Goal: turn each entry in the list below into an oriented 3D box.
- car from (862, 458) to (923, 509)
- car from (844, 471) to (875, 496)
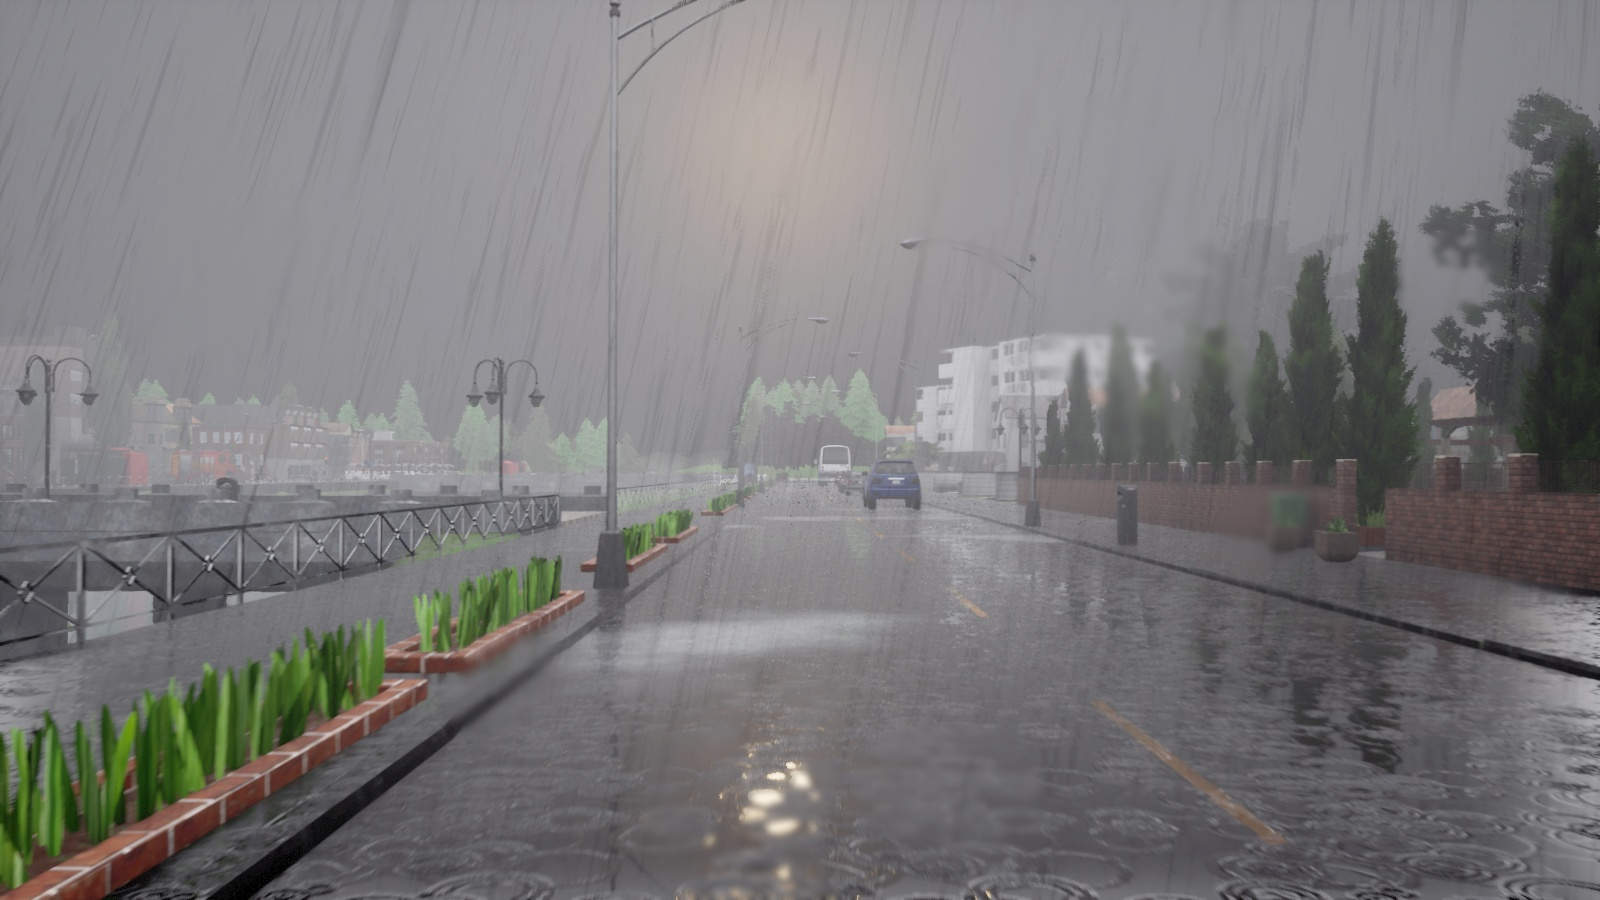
[{"bbox_3d":[3.874,1.411,53.368,2.150,2.045,5.566,0,-1,0],"label":"car"},{"bbox_3d":[3.809,2.135,81.041,1.789,1.549,3.705,0,-1,0],"label":"car"}]
